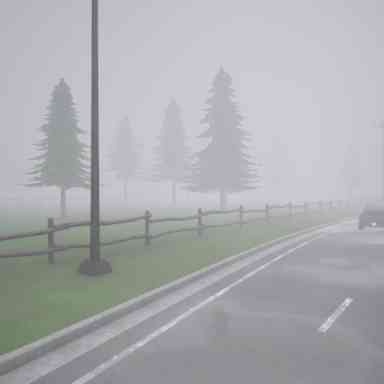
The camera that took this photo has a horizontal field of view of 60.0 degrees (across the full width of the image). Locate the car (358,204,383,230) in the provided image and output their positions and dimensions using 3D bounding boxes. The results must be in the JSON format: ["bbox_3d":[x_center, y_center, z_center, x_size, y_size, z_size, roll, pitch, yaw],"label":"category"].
[{"bbox_3d":[11.523,1.496,20.327,1.837,1.490,4.892,0,0,37],"label":"car"}]
